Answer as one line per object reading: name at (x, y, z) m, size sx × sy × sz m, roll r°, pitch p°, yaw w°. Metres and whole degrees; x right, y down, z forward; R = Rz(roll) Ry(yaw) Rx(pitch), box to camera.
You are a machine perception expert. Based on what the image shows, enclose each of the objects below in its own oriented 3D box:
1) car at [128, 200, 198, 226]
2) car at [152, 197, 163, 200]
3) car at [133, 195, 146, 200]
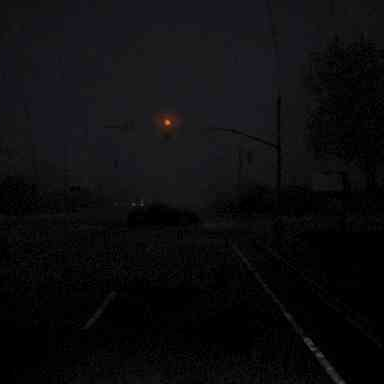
car at (-1.999, 1.545, 23.244) m, size 4.892 × 1.490 × 1.837 m, roll 0°, pitch 0°, yaw 3°
car at (-6.995, 1.610, 66.839) m, size 1.994 × 1.385 × 4.181 m, roll 0°, pitch 0°, yaw 0°
car at (-10.495, 1.408, 66.897) m, size 2.097 × 1.767 × 4.553 m, roll 0°, pitch 0°, yaw 0°
